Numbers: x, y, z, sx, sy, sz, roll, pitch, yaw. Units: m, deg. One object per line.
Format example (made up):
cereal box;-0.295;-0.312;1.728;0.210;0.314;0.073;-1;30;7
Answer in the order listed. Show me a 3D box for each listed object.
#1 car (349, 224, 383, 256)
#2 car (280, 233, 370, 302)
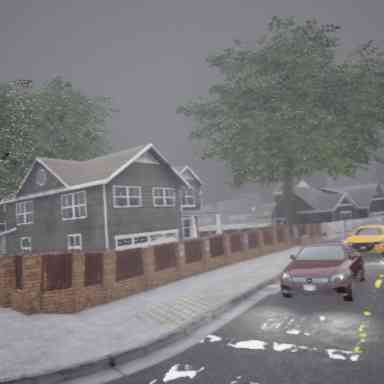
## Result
car;10.208;2.640;18.829;1.882;1.535;5.008;-8;-7;38
car;4.248;2.295;10.479;1.812;1.442;4.674;-8;-7;32
